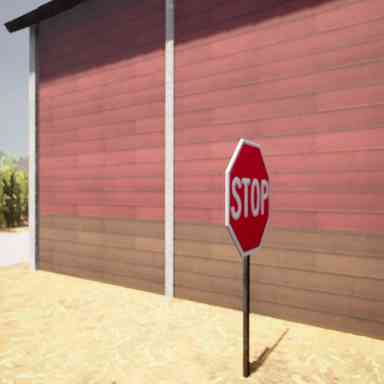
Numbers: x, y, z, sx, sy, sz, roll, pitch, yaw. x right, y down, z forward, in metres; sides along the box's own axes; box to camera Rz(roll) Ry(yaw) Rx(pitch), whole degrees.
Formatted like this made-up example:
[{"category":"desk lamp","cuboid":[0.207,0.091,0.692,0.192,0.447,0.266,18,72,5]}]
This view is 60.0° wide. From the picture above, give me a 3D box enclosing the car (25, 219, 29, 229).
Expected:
[{"category":"car","cuboid":[-6.677,1.569,18.637,1.895,1.301,4.718,0,0,32]}]
